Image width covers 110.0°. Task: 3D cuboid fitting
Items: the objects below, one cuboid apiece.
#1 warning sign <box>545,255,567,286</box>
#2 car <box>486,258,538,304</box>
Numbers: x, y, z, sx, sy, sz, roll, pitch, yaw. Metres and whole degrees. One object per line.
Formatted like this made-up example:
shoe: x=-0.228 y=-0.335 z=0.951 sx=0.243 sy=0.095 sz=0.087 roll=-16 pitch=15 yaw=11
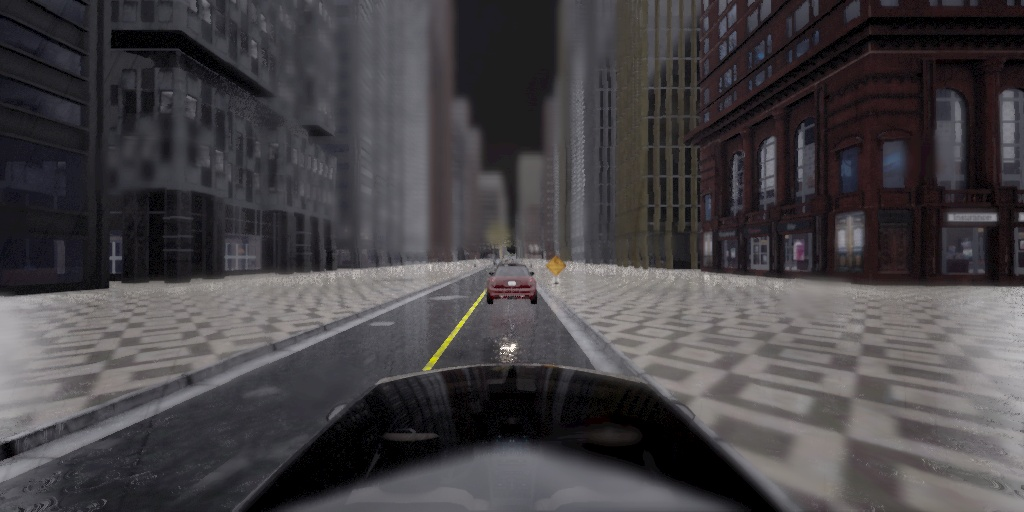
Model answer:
warning sign: x=2.717 y=0.869 z=22.087 sx=1.300 sy=1.860 sz=1.060 roll=0 pitch=0 yaw=0
car: x=0.000 y=1.119 z=16.470 sx=2.097 sy=1.767 sz=4.553 roll=0 pitch=0 yaw=0
